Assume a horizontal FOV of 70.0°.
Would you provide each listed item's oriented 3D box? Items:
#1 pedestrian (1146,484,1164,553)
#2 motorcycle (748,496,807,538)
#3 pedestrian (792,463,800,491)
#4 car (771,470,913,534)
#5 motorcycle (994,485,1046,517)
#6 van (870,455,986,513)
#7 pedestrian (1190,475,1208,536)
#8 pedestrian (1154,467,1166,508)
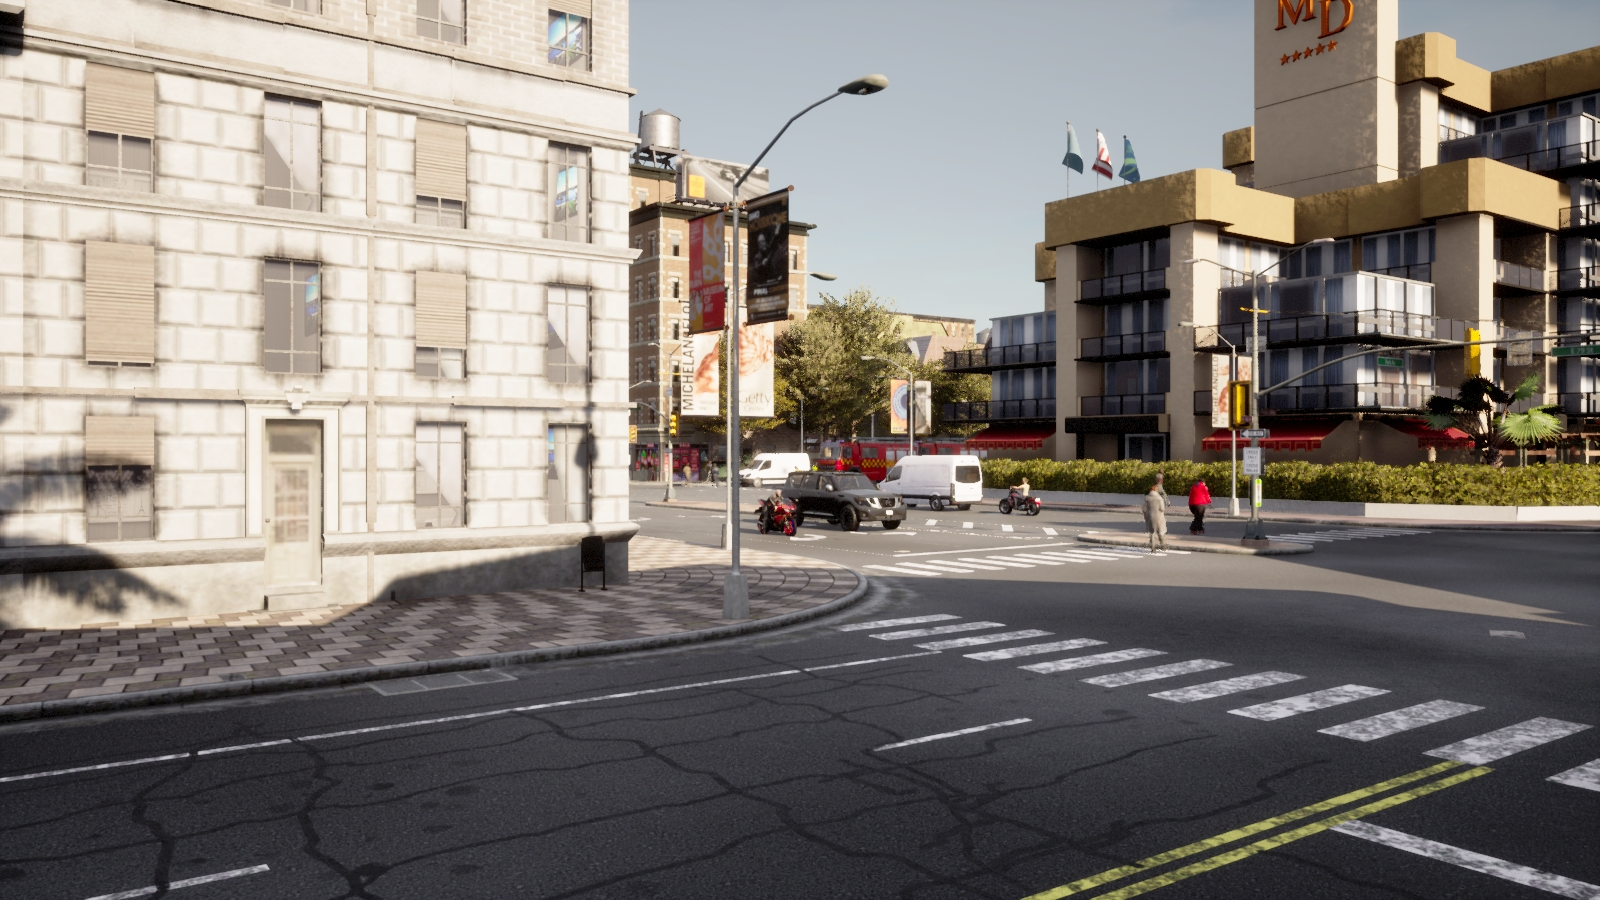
[{"bbox_3d":[9.638,1.849,31.011,0.375,1.860,0.375,0,0,36],"label":"pedestrian"},{"bbox_3d":[-0.756,2.205,37.717,0.867,1.251,2.209,0,0,-36],"label":"motorcycle"},{"bbox_3d":[-0.259,1.849,77.705,0.375,1.860,0.375,0,0,-34],"label":"pedestrian"},{"bbox_3d":[1.410,1.779,41.176,2.150,2.045,5.566,0,0,-35],"label":"car"},{"bbox_3d":[9.406,2.170,48.968,0.764,1.277,2.356,0,0,-34],"label":"motorcycle"},{"bbox_3d":[5.947,1.534,54.072,1.988,2.561,5.915,0,0,-36],"label":"van"},{"bbox_3d":[12.348,1.707,35.368,0.375,1.860,0.375,0,0,-29],"label":"pedestrian"},{"bbox_3d":[16.398,1.696,52.090,0.375,1.860,0.375,0,0,-35],"label":"pedestrian"}]
